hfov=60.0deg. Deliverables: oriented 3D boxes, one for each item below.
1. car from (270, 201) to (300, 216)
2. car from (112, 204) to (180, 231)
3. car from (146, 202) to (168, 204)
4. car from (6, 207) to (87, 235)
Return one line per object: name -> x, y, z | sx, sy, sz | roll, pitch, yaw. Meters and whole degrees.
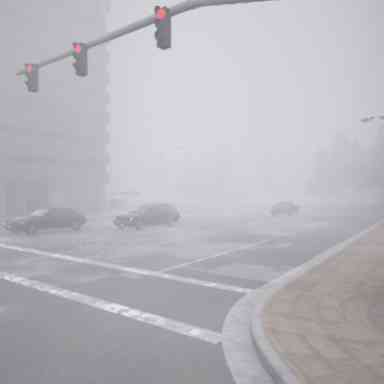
car -> 9.331, 1.616, 33.186 | 2.033, 1.411, 5.357 | 0, 0, 31
car -> -2.923, 1.693, 21.873 | 1.895, 1.301, 4.718 | 0, 0, 36
car -> -3.215, 1.618, 27.409 | 1.837, 1.490, 4.892 | 0, 0, 36
car -> -8.589, 1.640, 20.019 | 1.812, 1.442, 4.674 | 0, 0, 36
